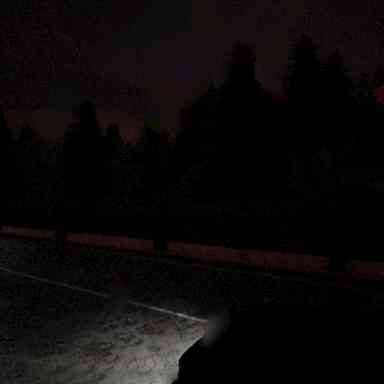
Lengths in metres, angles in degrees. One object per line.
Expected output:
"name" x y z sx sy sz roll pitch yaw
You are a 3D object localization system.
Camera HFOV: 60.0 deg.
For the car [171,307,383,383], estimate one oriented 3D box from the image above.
"car" 2.394 1.540 2.283 5.357 1.411 2.033 -1 0 36
